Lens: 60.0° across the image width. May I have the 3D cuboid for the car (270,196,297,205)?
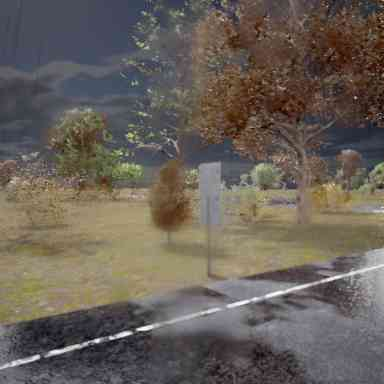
[{"bbox_3d":[13.718,1.240,49.762,1.994,1.385,4.181,-1,1,-35],"label":"car"}]
